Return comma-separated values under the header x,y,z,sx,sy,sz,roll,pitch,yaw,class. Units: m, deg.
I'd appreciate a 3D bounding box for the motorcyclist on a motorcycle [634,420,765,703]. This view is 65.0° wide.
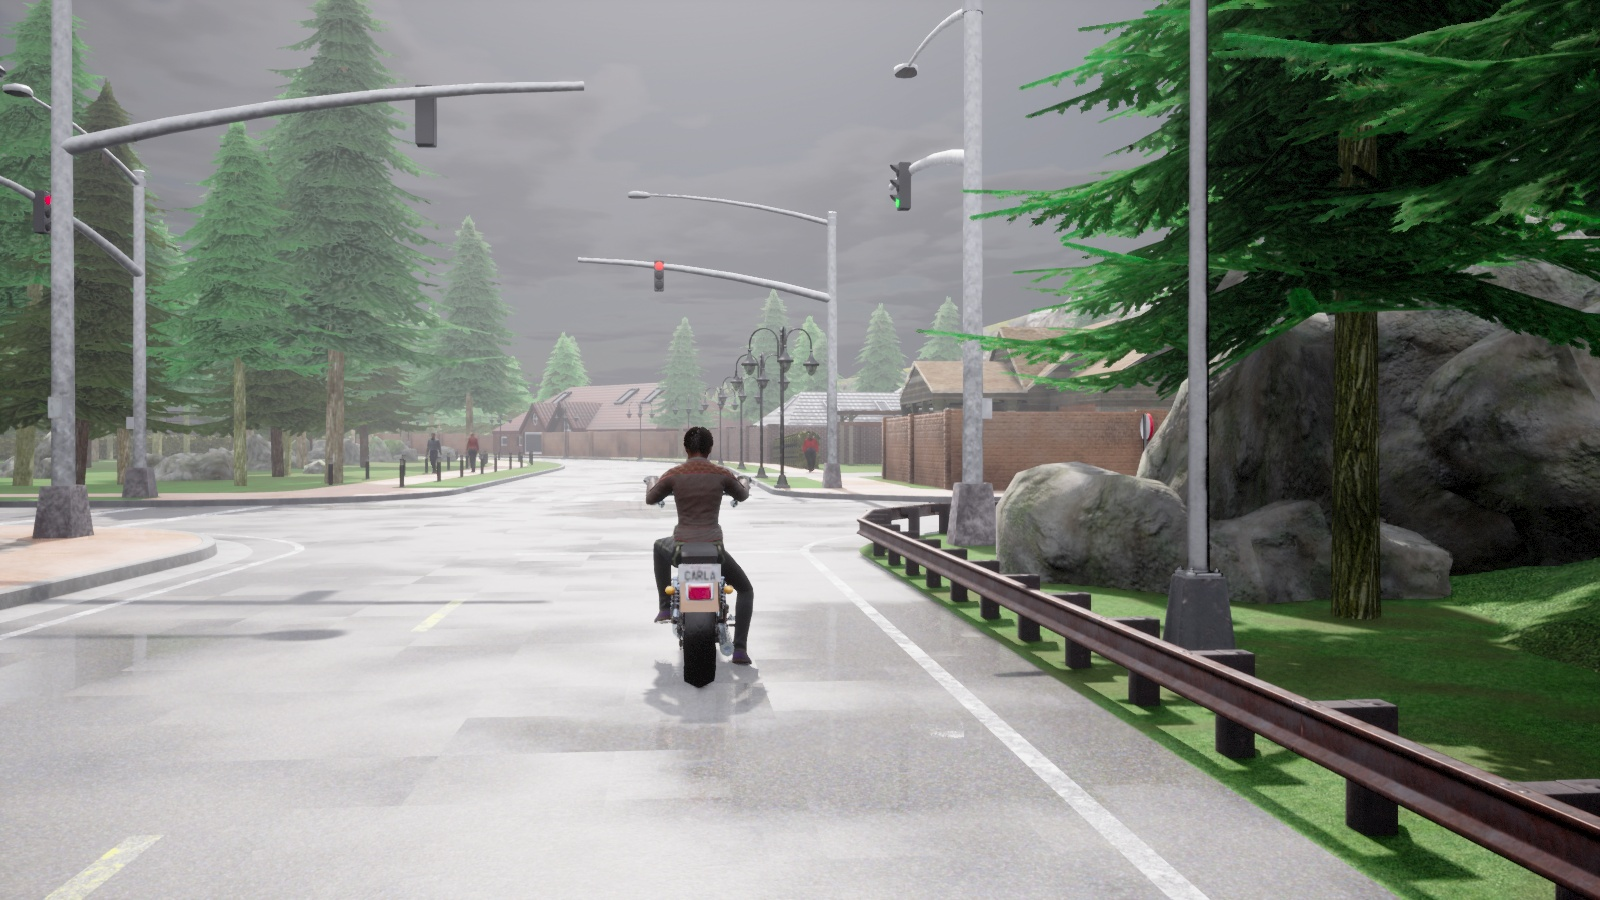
x,y,z,sx,sy,sz,roll,pitch,yaw,class
-0.693,0.648,8.534,0.766,1.649,2.350,0,0,-5,motorcyclist on a motorcycle

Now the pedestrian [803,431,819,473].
x,y,z,sx,sy,sz,roll,pitch,yaw,class
0.482,0.071,55.110,0.634,1.844,0.899,0,0,-5,pedestrian

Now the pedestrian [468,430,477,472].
x,y,z,sx,sy,sz,roll,pitch,yaw,class
-14.575,0.045,55.878,0.331,1.846,0.636,0,0,-16,pedestrian

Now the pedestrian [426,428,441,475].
x,y,z,sx,sy,sz,roll,pitch,yaw,class
-15.518,0.059,53.200,0.423,1.949,0.788,0,0,1,pedestrian
